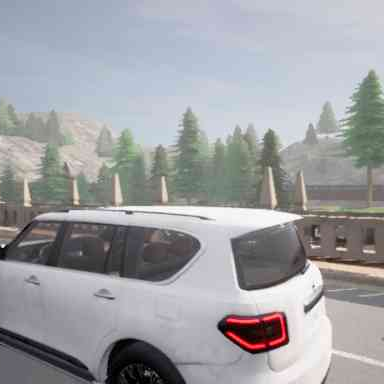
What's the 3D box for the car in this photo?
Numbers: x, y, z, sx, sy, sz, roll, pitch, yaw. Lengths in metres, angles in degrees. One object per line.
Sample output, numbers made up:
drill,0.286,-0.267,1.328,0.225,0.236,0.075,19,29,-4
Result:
car,-1.117,1.196,4.522,5.566,2.045,2.150,0,0,33
